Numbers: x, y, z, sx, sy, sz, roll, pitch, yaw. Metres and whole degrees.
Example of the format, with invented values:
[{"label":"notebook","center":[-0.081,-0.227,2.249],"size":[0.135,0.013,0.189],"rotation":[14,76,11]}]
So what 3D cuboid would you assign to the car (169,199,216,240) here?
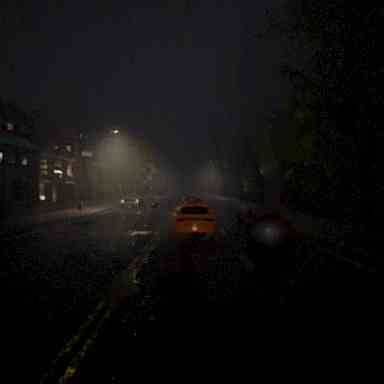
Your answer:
[{"label":"car","center":[0.103,1.299,16.027],"size":[1.882,1.535,5.008],"rotation":[0,1,0]}]

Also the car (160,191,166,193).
[{"label":"car","center":[-6.768,0.551,77.585],"size":[1.837,1.490,4.892],"rotation":[0,1,-1]}]

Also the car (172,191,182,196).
[{"label":"car","center":[-3.519,0.404,77.666],"size":[2.097,1.767,4.553],"rotation":[0,1,-1]}]

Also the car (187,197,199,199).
[{"label":"car","center":[0.106,1.177,34.888],"size":[1.994,1.385,4.181],"rotation":[0,1,0]}]

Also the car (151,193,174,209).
[{"label":"car","center":[-3.337,1.138,36.985],"size":[2.033,1.411,5.357],"rotation":[0,1,0]}]

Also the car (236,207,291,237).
[{"label":"car","center":[3.354,1.416,16.658],"size":[1.895,1.301,4.718],"rotation":[0,1,0]}]

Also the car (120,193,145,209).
[{"label":"car","center":[-6.583,0.940,37.073],"size":[2.097,1.767,4.553],"rotation":[0,1,0]}]
